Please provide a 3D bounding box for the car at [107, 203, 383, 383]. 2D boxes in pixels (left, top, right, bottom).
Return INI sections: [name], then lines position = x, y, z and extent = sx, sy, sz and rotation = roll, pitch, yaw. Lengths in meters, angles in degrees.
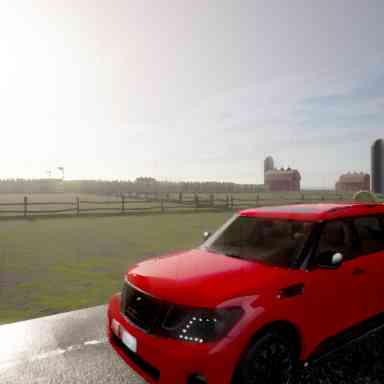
[car]
position = 1.584, 1.221, 5.130
extent = 5.566, 2.045, 2.150
rotation = 0, 0, -36
